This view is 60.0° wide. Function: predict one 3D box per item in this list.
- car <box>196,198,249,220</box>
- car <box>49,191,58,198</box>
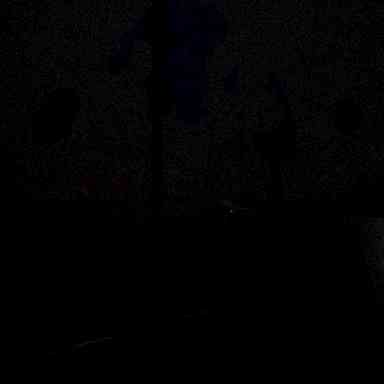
[{"bbox_3d":[2.333,1.280,26.286,1.882,1.535,5.008,-1,1,-35],"label":"car"},{"bbox_3d":[-33.250,0.500,79.218,1.882,1.535,5.008,-1,1,-28],"label":"car"}]
